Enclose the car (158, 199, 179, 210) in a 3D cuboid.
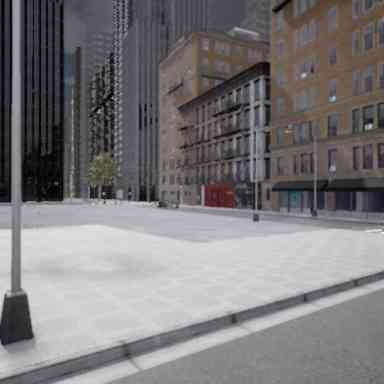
[{"bbox_3d":[-3.459,1.814,48.830,2.128,1.511,4.902,0,0,-26],"label":"car"}]
